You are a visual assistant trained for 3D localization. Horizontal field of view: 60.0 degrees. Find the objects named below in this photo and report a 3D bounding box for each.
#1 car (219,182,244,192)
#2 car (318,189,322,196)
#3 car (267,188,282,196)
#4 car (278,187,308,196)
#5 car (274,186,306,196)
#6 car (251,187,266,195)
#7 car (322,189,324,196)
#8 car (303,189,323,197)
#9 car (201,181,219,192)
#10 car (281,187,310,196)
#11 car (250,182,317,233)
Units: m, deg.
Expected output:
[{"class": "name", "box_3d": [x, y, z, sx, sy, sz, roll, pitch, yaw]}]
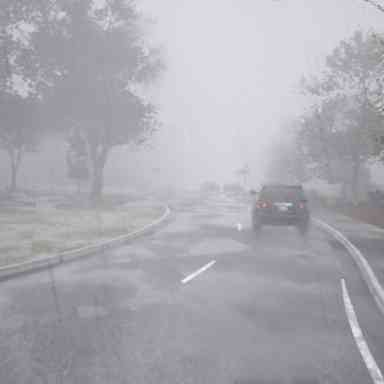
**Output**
[{"class": "car", "box_3d": [5.944, -0.638, 47.116, 1.882, 1.535, 5.008, 2, 0, 23]}, {"class": "car", "box_3d": [28.123, 0.306, 80.078, 4.792, 1.488, 2.163, 2, 0, 27]}, {"class": "car", "box_3d": [17.932, -0.027, 71.994, 2.128, 1.511, 4.902, 2, 0, 27]}, {"class": "car", "box_3d": [18.302, -0.083, 60.350, 5.008, 1.535, 2.097, 2, 0, 27]}, {"class": "car", "box_3d": [17.071, -0.141, 57.886, 4.892, 1.521, 2.231, 2, 0, 27]}, {"class": "car", "box_3d": [14.655, -0.200, 72.700, 1.882, 1.535, 5.008, 2, 0, 27]}, {"class": "car", "box_3d": [29.405, 0.334, 82.514, 4.792, 1.488, 2.163, 2, 0, 27]}, {"class": "car", "box_3d": [31.875, 0.228, 87.583, 4.553, 1.767, 2.185, 2, 1, 27]}, {"class": "car", "box_3d": [2.750, -0.733, 47.822, 2.128, 1.511, 4.902, 2, 0, 22]}, {"class": "car", "box_3d": [19.541, -0.026, 62.808, 4.892, 1.521, 2.231, 2, 0, 27]}, {"class": "car", "box_3d": [3.875, 0.557, 15.235, 2.150, 2.045, 5.566, 1, 4, 9]}]
